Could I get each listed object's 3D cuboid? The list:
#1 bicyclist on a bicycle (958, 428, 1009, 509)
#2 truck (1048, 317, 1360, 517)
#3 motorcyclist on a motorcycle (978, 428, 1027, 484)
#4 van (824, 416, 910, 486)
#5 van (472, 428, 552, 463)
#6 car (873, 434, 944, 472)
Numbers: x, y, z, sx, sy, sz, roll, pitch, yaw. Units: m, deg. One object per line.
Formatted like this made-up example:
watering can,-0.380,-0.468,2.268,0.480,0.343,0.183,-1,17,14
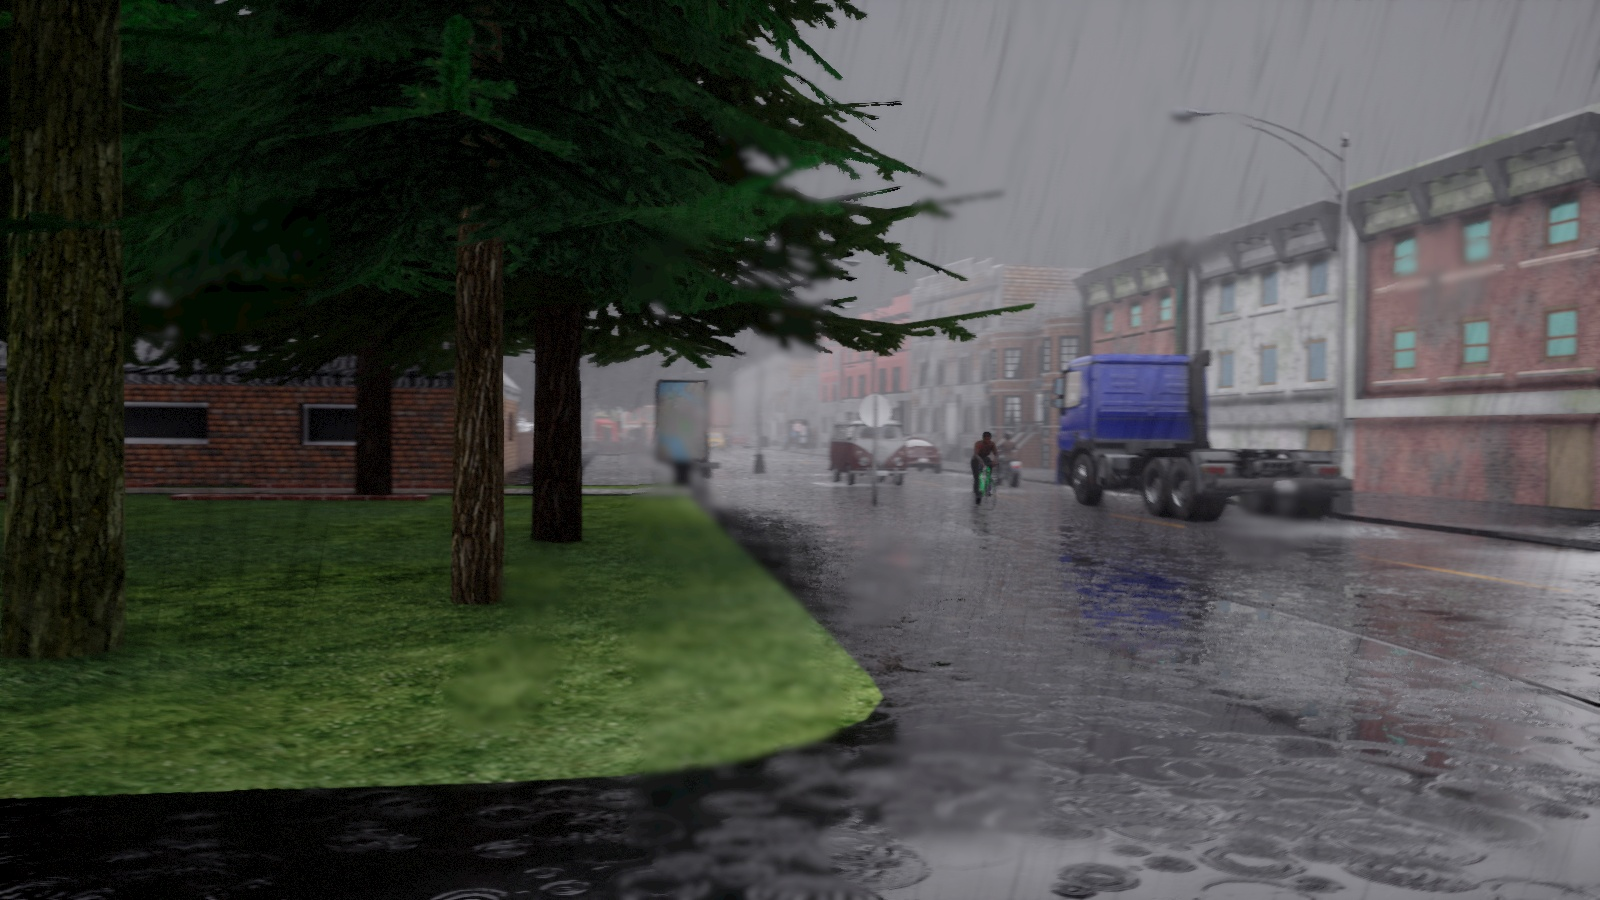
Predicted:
bicyclist on a bicycle,3.805,0.352,26.120,0.582,1.620,1.656,-1,1,-8
truck,7.867,-0.629,25.881,2.891,3.462,7.936,-1,1,-8
motorcyclist on a motorcycle,6.112,0.160,38.043,0.766,1.649,2.350,-1,1,-8
van,1.989,0.004,38.583,1.775,1.987,4.442,-1,1,-8
van,-17.292,-0.295,75.593,4.480,2.038,2.069,-1,1,-7
car,4.295,0.087,50.546,1.812,1.442,4.674,-1,1,-8
